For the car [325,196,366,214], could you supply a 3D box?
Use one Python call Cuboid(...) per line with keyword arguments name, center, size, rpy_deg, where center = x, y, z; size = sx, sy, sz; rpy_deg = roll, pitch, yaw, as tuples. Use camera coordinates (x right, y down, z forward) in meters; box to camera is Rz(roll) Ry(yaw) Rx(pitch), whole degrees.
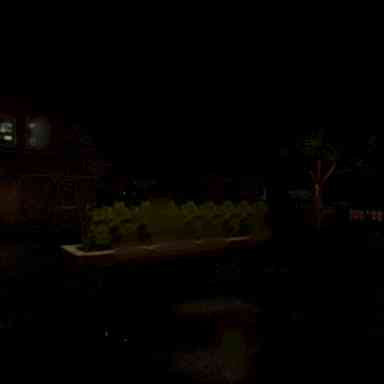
Cuboid(name="car", center=(16.462, 1.329, 35.543), size=(3.866, 1.878, 1.905), rpy_deg=(0, 0, 0))
